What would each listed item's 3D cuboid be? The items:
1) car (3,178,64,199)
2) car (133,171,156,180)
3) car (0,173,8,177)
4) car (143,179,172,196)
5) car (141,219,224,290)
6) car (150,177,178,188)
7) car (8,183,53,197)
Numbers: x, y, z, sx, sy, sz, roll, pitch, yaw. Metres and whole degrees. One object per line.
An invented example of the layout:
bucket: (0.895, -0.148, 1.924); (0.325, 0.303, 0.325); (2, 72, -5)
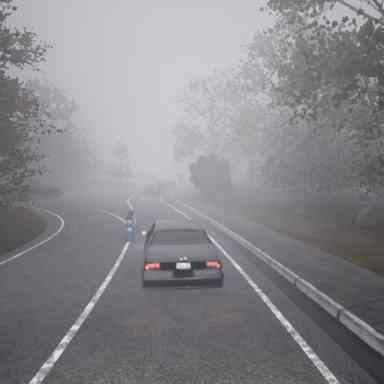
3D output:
car: (-16.737, -0.352, 35.628); (5.566, 2.045, 2.150); (-1, 5, -10)
car: (-10.749, -3.624, 75.205); (5.566, 2.045, 2.150); (2, 5, 28)
car: (-37.509, -2.752, 63.644); (2.150, 2.045, 5.566); (2, 5, 23)
car: (-4.371, -0.408, 40.412); (2.033, 1.411, 5.357); (1, 5, 9)
car: (-0.409, 1.463, 9.110); (2.033, 1.411, 5.357); (0, 1, -5)
car: (-3.909, -1.196, 50.150); (1.994, 1.385, 4.181); (3, 5, 30)
car: (-18.647, -0.260, 38.635); (4.181, 1.385, 1.994); (0, 5, -5)
